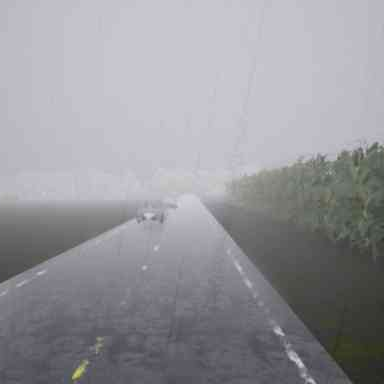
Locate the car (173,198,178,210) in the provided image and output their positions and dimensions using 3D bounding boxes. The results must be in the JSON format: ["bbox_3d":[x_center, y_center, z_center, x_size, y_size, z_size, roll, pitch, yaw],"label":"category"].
[{"bbox_3d":[-2.773,1.402,40.601,1.812,1.442,4.674,0,0,0],"label":"car"}]

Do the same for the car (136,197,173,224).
[{"bbox_3d":[-2.780,1.391,23.952,2.128,1.511,4.902,0,0,0],"label":"car"}]
